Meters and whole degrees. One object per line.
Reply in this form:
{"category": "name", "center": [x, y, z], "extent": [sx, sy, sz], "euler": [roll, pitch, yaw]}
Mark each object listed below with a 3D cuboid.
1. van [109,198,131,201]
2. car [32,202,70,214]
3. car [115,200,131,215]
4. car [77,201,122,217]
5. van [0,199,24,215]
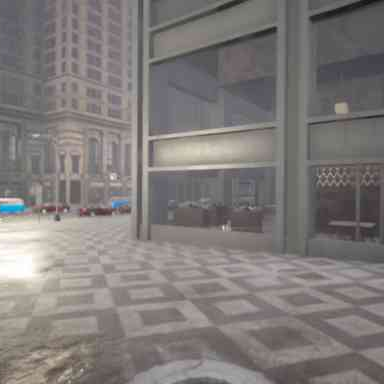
{"category": "van", "center": [-10.632, 1.703, 49.270], "extent": [1.690, 1.788, 3.998], "euler": [0, 0, 35]}
{"category": "car", "center": [-17.007, 1.864, 40.244], "extent": [1.887, 1.381, 4.507], "euler": [0, 0, 35]}
{"category": "car", "center": [-6.844, 1.958, 39.810], "extent": [1.887, 1.381, 4.507], "euler": [0, 0, 35]}
{"category": "car", "center": [-10.029, 1.938, 35.295], "extent": [1.887, 1.381, 4.507], "euler": [0, 0, 35]}
{"category": "van", "center": [-20.193, 1.640, 35.731], "extent": [1.690, 1.788, 3.998], "euler": [0, 0, 35]}
